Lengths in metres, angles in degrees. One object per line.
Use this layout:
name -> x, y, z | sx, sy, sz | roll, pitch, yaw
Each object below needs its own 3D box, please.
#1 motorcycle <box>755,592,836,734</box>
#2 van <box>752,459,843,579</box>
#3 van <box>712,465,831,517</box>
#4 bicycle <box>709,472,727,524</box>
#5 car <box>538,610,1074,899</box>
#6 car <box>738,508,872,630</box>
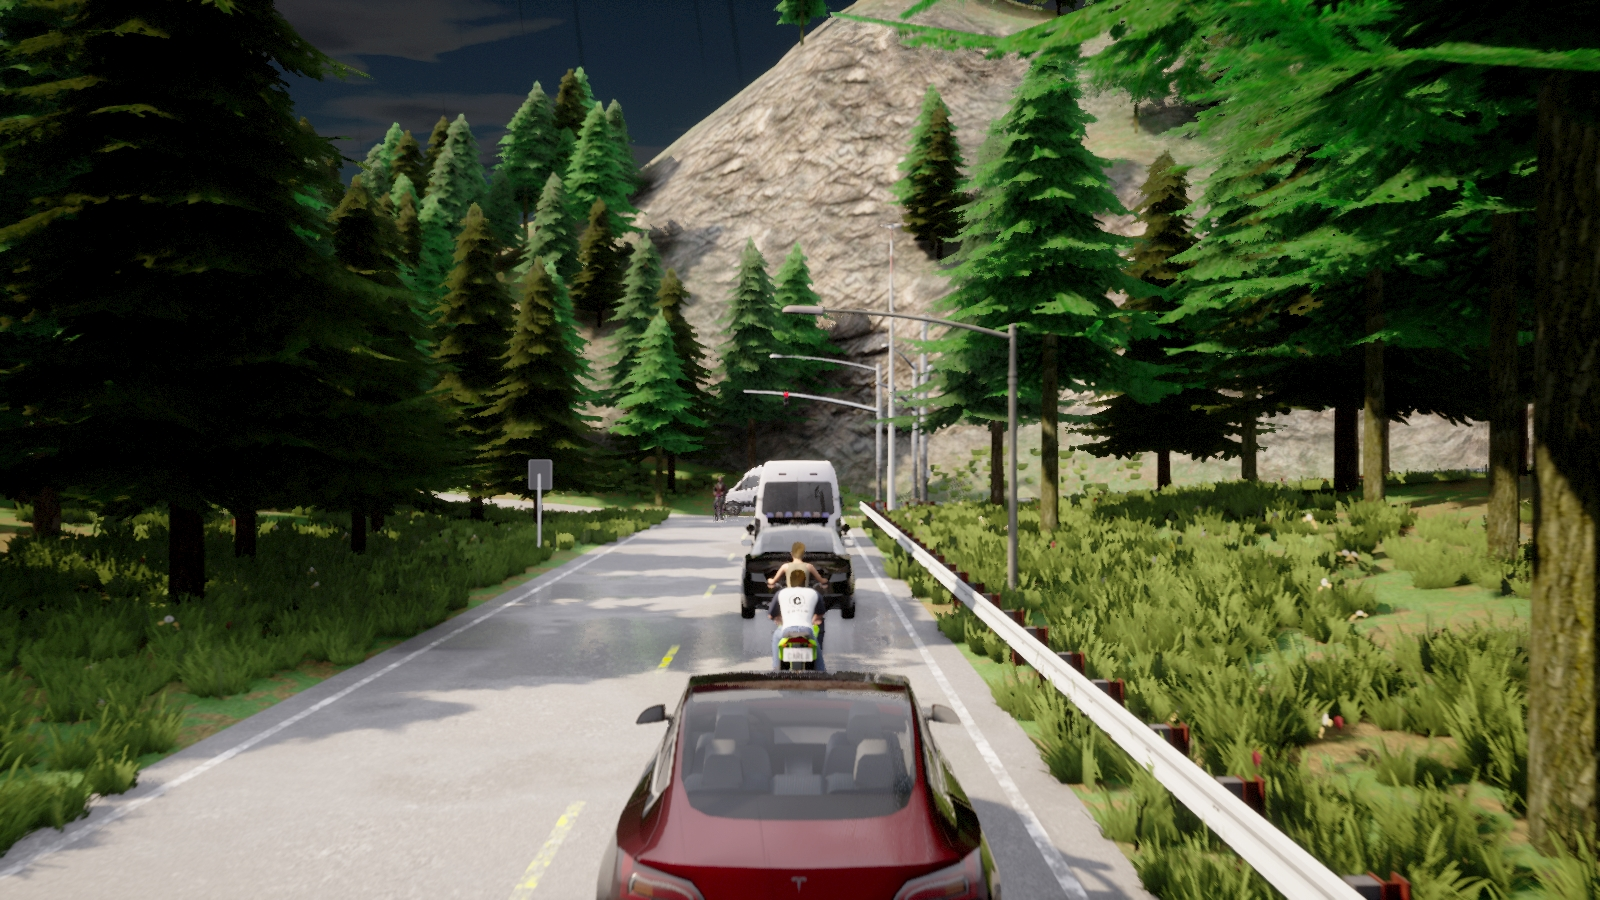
motorcycle -> -0.043, 2.213, 12.215 | 0.803, 1.145, 2.033 | 0, 0, 0
van -> -0.061, 1.534, 27.847 | 1.988, 2.561, 5.915 | 0, 0, 0
van -> -1.461, 2.115, 57.953 | 5.915, 2.561, 1.988 | 0, -4, -2
bicycle -> -3.144, 1.836, 43.967 | 0.329, 1.919, 1.835 | 1, 0, 6
car -> 0.020, 2.063, 7.008 | 2.163, 1.488, 4.792 | 0, 0, 0
car -> 0.074, 1.982, 20.429 | 2.097, 1.638, 5.238 | 0, 0, 0
